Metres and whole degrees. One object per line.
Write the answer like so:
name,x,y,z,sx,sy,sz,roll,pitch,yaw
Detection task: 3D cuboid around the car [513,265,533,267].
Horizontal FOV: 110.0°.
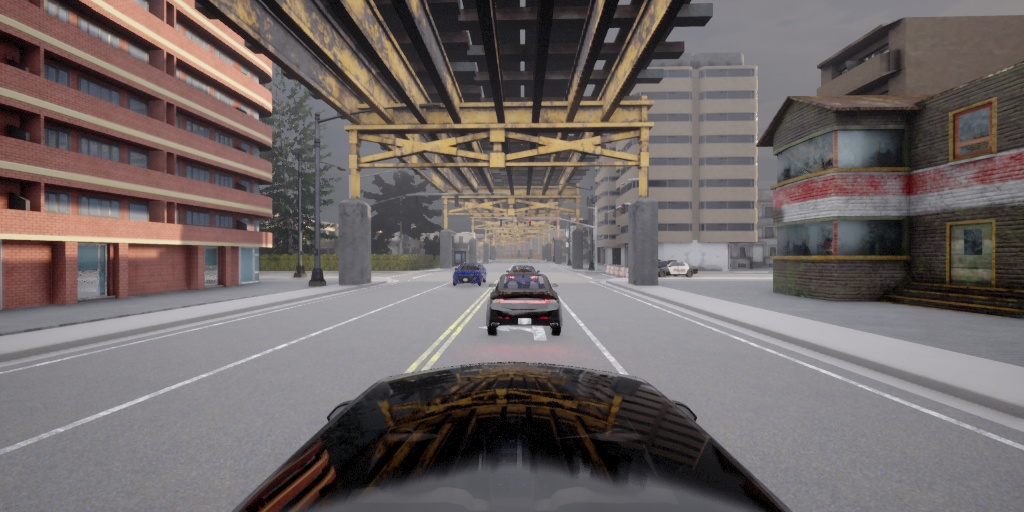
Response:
car,0.627,1.240,20.656,1.812,1.442,4.674,0,0,2

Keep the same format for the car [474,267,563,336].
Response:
car,0.328,1.232,10.388,2.128,1.511,4.902,0,0,1

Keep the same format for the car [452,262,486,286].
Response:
car,-2.858,1.220,25.016,1.882,1.535,5.008,0,0,2
